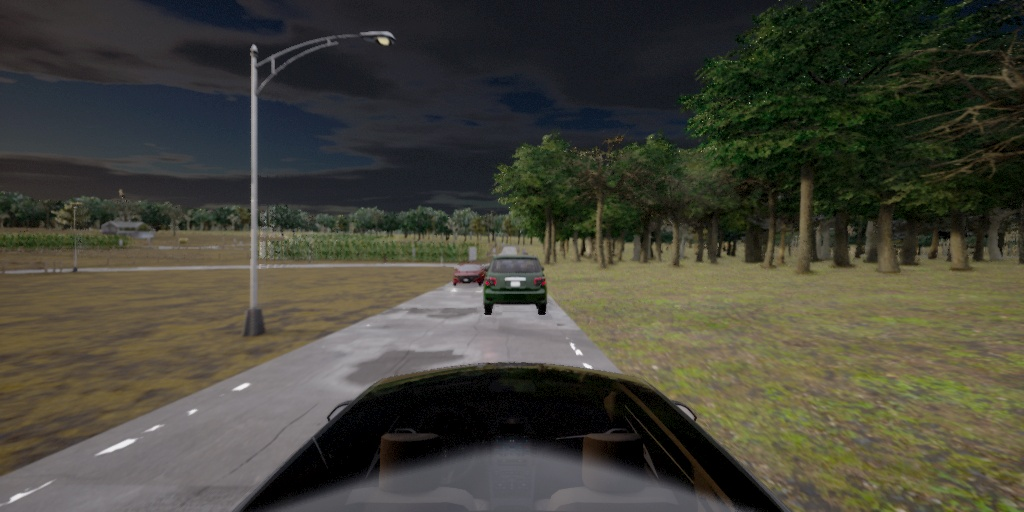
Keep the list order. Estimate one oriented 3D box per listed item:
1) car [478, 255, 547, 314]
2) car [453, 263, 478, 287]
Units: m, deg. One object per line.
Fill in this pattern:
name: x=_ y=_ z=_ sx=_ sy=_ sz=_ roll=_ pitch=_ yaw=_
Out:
car: x=0.107 y=0.980 z=13.945 sx=2.150 sy=2.045 sz=5.566 roll=0 pitch=0 yaw=0
car: x=-2.843 y=1.220 z=24.679 sx=1.882 sy=1.535 sz=5.008 roll=0 pitch=0 yaw=0
